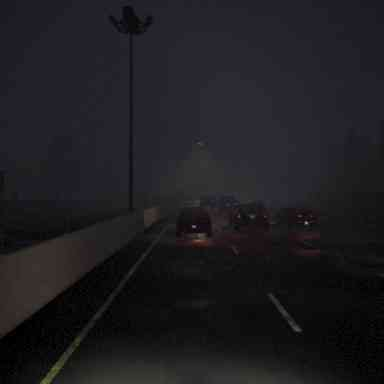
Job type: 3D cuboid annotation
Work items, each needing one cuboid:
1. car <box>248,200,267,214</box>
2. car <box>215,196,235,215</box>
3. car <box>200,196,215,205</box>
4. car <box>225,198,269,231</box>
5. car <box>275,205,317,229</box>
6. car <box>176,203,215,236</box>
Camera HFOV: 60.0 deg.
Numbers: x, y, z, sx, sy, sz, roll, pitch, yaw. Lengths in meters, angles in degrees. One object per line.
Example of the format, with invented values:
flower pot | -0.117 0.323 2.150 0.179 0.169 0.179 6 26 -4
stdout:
car | 7.813 1.764 40.043 1.882 1.535 5.008 0 0 6
car | 4.017 1.495 37.953 2.150 2.045 5.566 0 0 5
car | 2.749 1.592 52.283 2.150 2.045 5.566 -1 0 14
car | 3.605 1.508 21.921 2.097 1.767 4.553 0 0 0
car | 7.103 1.673 23.072 1.837 1.490 4.892 0 0 0
car | 0.102 1.615 19.393 1.882 1.535 5.008 0 0 0
